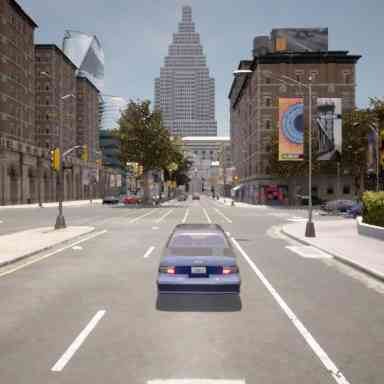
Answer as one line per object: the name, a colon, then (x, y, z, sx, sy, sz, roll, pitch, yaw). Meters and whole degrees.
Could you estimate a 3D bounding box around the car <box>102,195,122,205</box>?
car: (-14.349, 1.601, 58.646, 1.895, 1.301, 4.718, 0, 0, 1)

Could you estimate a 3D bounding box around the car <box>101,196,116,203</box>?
car: (-17.385, 1.595, 69.799, 1.895, 1.301, 4.718, 0, 0, 1)

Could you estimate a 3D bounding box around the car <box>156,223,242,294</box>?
car: (0.172, 1.547, 8.905, 2.033, 1.411, 5.357, 0, 0, 1)

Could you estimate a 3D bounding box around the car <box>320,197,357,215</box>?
car: (15.149, 1.491, 32.533, 4.902, 1.511, 2.128, 0, 0, 0)

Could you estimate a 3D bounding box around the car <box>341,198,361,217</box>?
car: (15.958, 1.525, 29.027, 4.674, 1.442, 1.812, 0, 0, 0)

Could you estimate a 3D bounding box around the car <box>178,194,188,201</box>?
car: (-2.464, 1.540, 83.279, 2.033, 1.411, 5.357, 0, 0, 1)

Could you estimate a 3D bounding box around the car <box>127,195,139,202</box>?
car: (-14.021, 1.478, 78.851, 1.882, 1.535, 5.008, 0, 0, 1)

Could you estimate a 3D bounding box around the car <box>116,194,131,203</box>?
car: (-14.149, 1.355, 68.752, 2.097, 1.767, 4.553, 0, 0, 1)

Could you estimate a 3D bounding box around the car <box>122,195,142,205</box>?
car: (-10.830, 1.478, 59.827, 1.882, 1.535, 5.008, 0, 0, 1)

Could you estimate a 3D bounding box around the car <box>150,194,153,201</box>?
car: (-10.511, 1.355, 79.611, 2.097, 1.767, 4.553, 0, 0, 1)

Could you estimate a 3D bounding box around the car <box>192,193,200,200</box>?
car: (1.121, 1.350, 89.984, 2.097, 1.767, 4.553, 0, 0, 1)

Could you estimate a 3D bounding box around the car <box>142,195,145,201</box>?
car: (-10.638, 1.500, 69.623, 1.837, 1.490, 4.892, 0, 0, 1)
